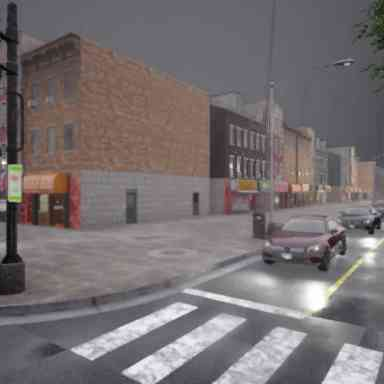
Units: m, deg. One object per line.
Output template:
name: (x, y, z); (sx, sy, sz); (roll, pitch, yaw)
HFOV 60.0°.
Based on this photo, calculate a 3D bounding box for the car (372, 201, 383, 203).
car: (15.519, 1.500, 27.380); (1.837, 1.490, 4.892); (0, 0, 36)

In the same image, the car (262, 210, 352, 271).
car: (3.933, 1.523, 11.190); (1.812, 1.442, 4.674); (0, 0, 34)

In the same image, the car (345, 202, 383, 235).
car: (9.688, 1.522, 19.242); (1.812, 1.442, 4.674); (0, 0, 36)
